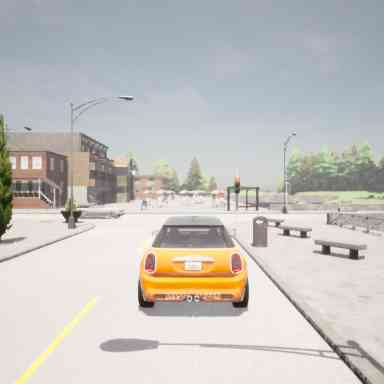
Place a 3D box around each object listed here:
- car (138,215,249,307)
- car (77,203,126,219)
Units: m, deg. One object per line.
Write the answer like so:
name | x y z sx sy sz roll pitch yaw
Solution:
car | 0.043 1.352 8.119 2.097 1.767 4.553 0 0 1
car | -8.063 1.601 28.061 4.718 1.301 1.895 0 0 0
